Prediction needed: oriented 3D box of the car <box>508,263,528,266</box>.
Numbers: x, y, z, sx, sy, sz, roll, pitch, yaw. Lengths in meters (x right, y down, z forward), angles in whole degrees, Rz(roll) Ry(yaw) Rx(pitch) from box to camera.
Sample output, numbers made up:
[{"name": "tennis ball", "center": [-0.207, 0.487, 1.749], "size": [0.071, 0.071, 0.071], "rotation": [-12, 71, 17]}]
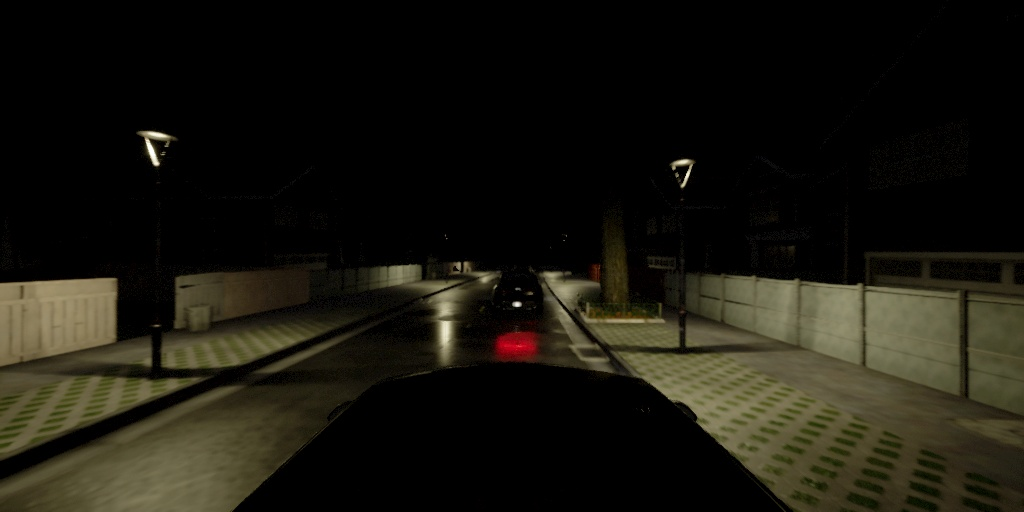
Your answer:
[{"name": "car", "center": [0.932, 1.472, 29.203], "size": [1.837, 1.490, 4.892], "rotation": [0, 0, 4]}]

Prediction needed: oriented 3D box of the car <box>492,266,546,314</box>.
[{"name": "car", "center": [0.266, 1.347, 14.236], "size": [1.837, 1.490, 4.892], "rotation": [0, 0, 2]}]

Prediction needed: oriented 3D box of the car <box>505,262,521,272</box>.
[{"name": "car", "center": [0.219, 1.774, 58.608], "size": [2.033, 1.411, 5.357], "rotation": [0, 0, 5]}]
